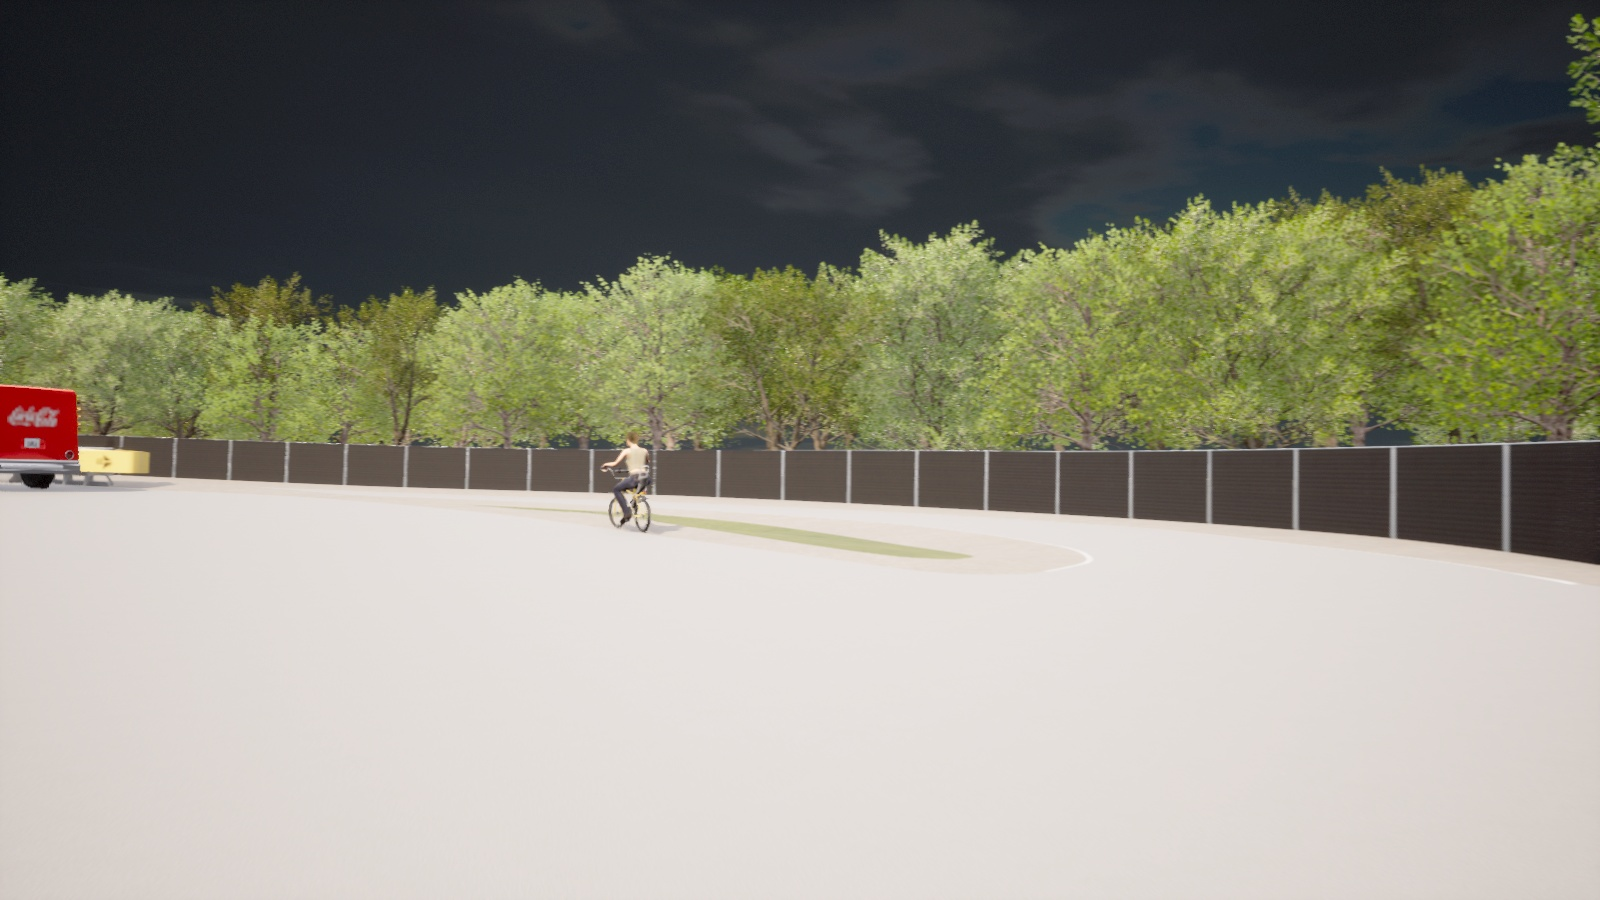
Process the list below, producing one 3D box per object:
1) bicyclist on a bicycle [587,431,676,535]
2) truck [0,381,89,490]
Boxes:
[{"bbox_3d":[-2.739,0.501,20.312,0.866,1.612,1.509,0,1,-33],"label":"bicyclist on a bicycle"},{"bbox_3d":[-20.131,-0.366,30.176,5.204,2.467,2.627,2,-1,24],"label":"truck"}]
